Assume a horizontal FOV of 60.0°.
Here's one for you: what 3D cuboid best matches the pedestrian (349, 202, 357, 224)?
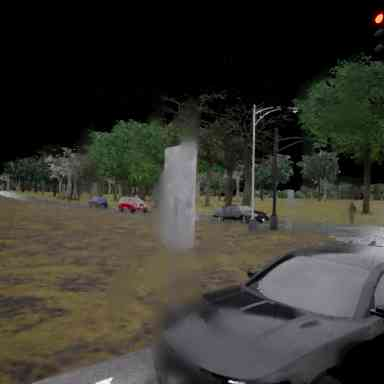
[{"bbox_3d":[13.353,1.718,27.813,0.375,1.860,0.375,2,-1,-36],"label":"pedestrian"}]

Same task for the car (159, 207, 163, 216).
[{"bbox_3d":[-1.849,1.928,35.896,1.994,1.385,4.181,3,-2,-37],"label":"car"}]

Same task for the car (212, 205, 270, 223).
[{"bbox_3d":[3.962,1.793,27.840,2.033,1.411,5.357,3,-2,-36],"label":"car"}]

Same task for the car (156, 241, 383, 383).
[{"bbox_3d":[1.938,1.480,4.357,5.008,1.535,1.882,0,0,-34],"label":"car"}]

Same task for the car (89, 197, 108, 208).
[{"bbox_3d":[-18.367,1.963,65.221,2.150,2.045,5.566,3,-2,-36],"label":"car"}]

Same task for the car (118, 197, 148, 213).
[{"bbox_3d":[-7.938,1.680,44.423,2.150,2.045,5.566,3,-2,-35],"label":"car"}]
